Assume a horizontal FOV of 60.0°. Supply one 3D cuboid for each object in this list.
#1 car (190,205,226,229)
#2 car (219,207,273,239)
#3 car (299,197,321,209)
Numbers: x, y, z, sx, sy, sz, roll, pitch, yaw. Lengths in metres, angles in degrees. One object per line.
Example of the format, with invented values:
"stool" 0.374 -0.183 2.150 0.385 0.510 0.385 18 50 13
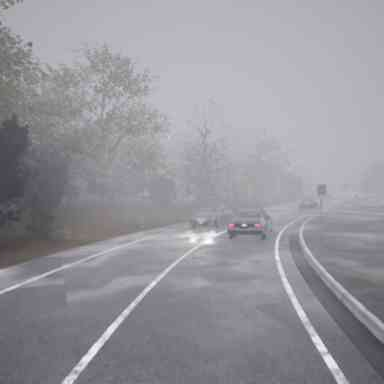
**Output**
"car" 1.418 1.622 22.689 2.128 1.511 4.902 -2 -1 22
"car" 3.210 1.587 17.736 2.033 1.411 5.357 -1 0 19
"car" 14.238 1.241 39.991 1.994 1.385 4.181 -3 0 30
